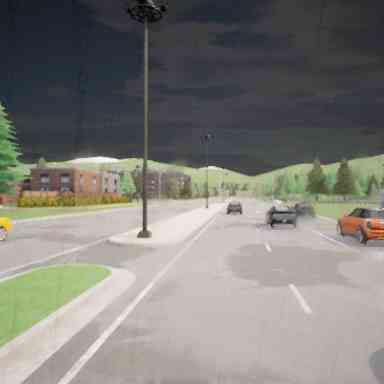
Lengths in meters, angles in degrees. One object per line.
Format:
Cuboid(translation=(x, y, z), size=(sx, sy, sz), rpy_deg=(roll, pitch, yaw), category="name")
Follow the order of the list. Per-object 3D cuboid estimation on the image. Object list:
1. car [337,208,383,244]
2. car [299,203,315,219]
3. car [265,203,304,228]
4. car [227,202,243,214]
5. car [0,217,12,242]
Cuboid(translation=(9.085, 1.571, 17.063), size=(2.097, 1.767, 4.553), rpy_deg=(0, -1, 7), category="car")
Cuboid(translation=(11.431, 1.920, 34.492), size=(1.837, 1.490, 4.892), rpy_deg=(0, 0, 8), category="car")
Cuboid(translation=(6.590, 1.783, 24.838), size=(2.128, 1.511, 4.902), rpy_deg=(0, -1, 8), category="car")
Cuboid(translation=(5.327, 1.958, 41.545), size=(2.128, 1.511, 4.902), rpy_deg=(0, 0, 8), category="car")
Cuboid(translation=(-10.163, 1.595, 14.536), size=(1.882, 1.535, 5.008), rpy_deg=(0, -1, 9), category="car")
